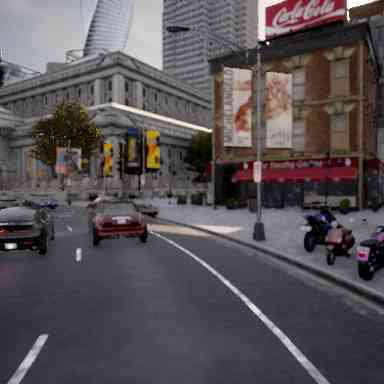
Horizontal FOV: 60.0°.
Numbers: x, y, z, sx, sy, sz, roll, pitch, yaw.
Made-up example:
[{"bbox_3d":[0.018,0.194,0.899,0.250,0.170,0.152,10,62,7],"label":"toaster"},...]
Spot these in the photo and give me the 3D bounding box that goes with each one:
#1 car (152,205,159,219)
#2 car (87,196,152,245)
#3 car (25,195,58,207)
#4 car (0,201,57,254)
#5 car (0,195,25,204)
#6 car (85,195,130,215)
[{"bbox_3d":[-4.000,1.188,23.438,1.895,1.301,4.718,-1,1,-27],"label":"car"},{"bbox_3d":[-3.397,1.102,14.536,2.097,1.767,4.553,-1,1,-20],"label":"car"},{"bbox_3d":[-14.995,1.024,32.523,2.033,1.411,5.357,-1,1,-45],"label":"car"},{"bbox_3d":[-6.150,1.310,12.136,1.837,1.490,4.892,0,1,-19],"label":"car"},{"bbox_3d":[-16.675,1.038,29.084,2.128,1.511,4.902,-1,1,-42],"label":"car"},{"bbox_3d":[-7.250,1.042,28.156,2.002,1.452,4.674,-1,1,-37],"label":"car"}]
